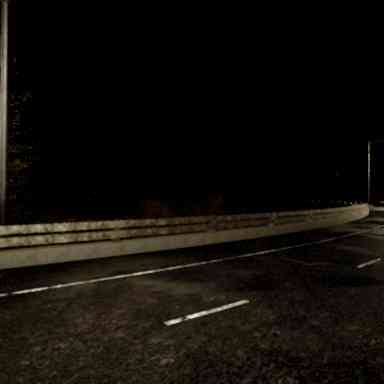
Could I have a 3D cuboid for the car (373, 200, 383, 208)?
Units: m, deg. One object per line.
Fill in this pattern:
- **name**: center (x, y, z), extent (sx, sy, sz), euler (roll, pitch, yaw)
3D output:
- **car**: center (36.249, 2.272, 63.901), extent (2.128, 1.511, 4.902), euler (0, 0, 14)
